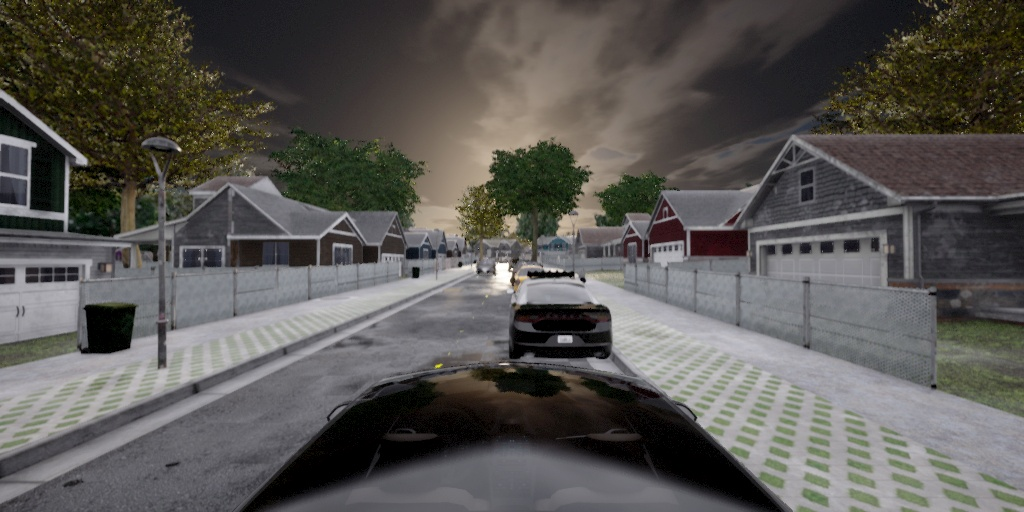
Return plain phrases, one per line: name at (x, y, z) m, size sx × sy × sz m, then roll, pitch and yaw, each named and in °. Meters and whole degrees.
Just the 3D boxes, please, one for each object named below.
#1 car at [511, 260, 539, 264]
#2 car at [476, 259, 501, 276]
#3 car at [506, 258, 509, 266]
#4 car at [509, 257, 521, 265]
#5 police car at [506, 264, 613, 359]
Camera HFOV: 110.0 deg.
car at (0.987, 1.161, 18.558) m, size 1.801 × 1.575 × 5.366 m, roll 0°, pitch 0°, yaw 1°
car at (-2.526, 1.143, 36.447) m, size 2.128 × 1.511 × 4.902 m, roll 0°, pitch 0°, yaw 1°
car at (0.463, 1.124, 47.445) m, size 1.837 × 1.490 × 4.892 m, roll 0°, pitch 0°, yaw 1°
car at (1.038, 1.039, 24.338) m, size 2.097 × 1.767 × 4.553 m, roll 0°, pitch 0°, yaw 1°
police car at (0.896, 1.159, 8.476) m, size 1.930 × 1.638 × 5.238 m, roll 0°, pitch 0°, yaw 1°
